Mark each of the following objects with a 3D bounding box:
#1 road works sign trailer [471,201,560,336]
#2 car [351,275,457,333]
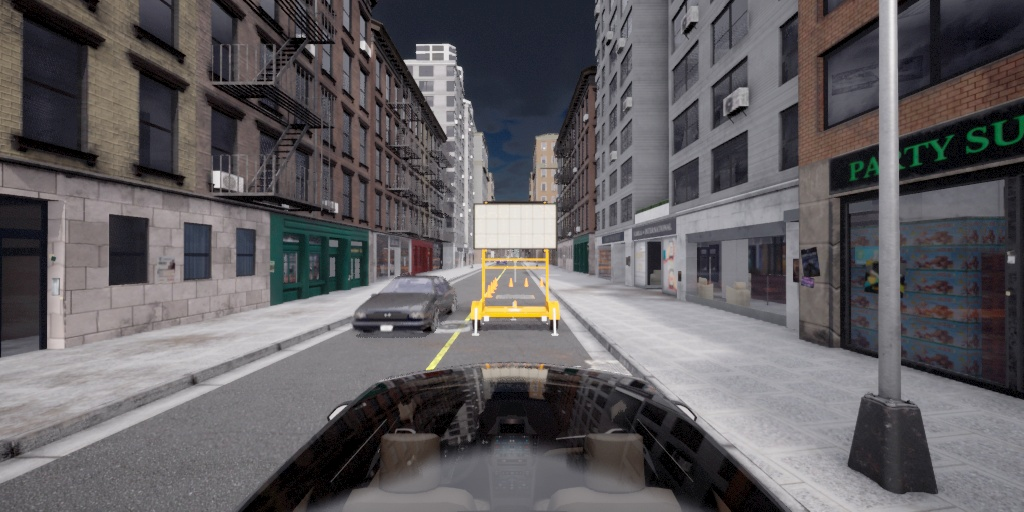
[{"bbox_3d":[0.097,0.214,10.428,2.380,3.560,2.880,0,0,1],"label":"road works sign trailer"},{"bbox_3d":[-2.904,1.297,11.017,2.033,1.411,5.357,0,0,1],"label":"car"}]
